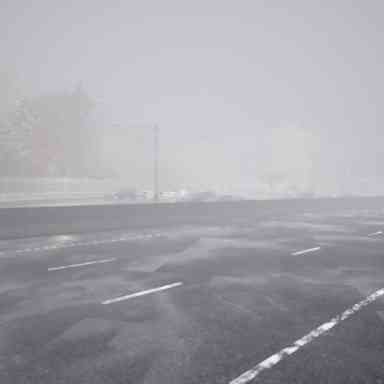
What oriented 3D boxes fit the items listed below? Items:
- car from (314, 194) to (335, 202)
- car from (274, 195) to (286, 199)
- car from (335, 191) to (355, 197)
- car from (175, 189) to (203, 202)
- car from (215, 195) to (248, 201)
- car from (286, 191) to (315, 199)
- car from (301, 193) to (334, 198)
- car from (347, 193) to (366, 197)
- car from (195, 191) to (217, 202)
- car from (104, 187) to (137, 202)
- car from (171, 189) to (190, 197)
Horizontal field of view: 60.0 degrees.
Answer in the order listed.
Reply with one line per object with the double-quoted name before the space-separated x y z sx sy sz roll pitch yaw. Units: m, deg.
"car" 25.622 1.153 64.038 4.892 1.490 1.837 0 1 -44
"car" 15.083 1.228 54.038 5.357 1.411 2.033 0 0 -43
"car" 28.811 0.910 62.241 5.566 2.045 2.150 0 1 -44
"car" 0.761 0.929 40.457 5.566 2.045 2.150 0 1 -43
"car" 4.771 1.329 34.619 4.181 1.385 1.994 0 1 -44
"car" 17.286 0.932 51.312 5.566 2.045 2.150 0 0 -43
"car" 17.818 1.265 47.012 4.674 1.442 1.812 0 0 -43
"car" 29.387 1.283 57.973 4.181 1.385 1.994 0 1 -43
"car" 2.968 1.089 37.727 4.553 1.767 2.097 0 1 -43
"car" -9.967 0.290 46.844 2.150 2.045 5.566 0 0 23
"car" -2.263 0.216 64.707 1.994 1.385 4.181 0 2 24
